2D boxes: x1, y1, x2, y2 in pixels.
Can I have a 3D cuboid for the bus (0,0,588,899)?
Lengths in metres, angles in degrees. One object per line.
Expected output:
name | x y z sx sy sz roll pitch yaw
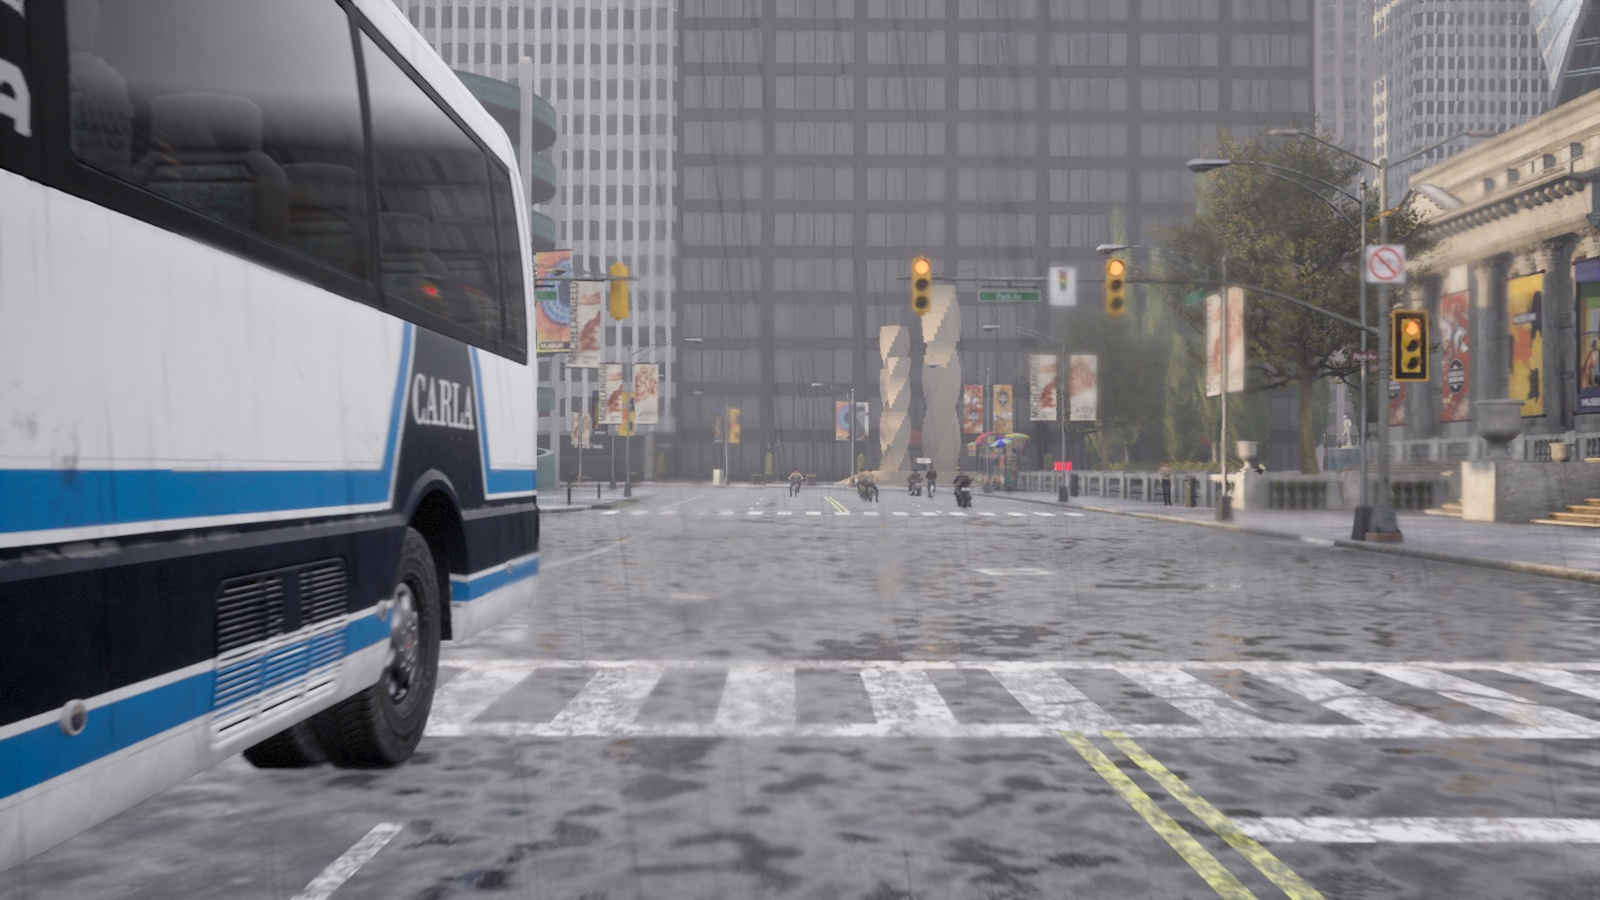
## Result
bus | -3.516 -0.492 4.054 3.944 4.253 10.273 0 -1 0

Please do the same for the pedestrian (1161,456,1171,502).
pedestrian | 14.606 1.160 50.111 0.345 1.836 0.594 -1 -1 19

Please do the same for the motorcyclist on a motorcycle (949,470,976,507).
motorcyclist on a motorcycle | 6.870 1.615 53.193 0.866 1.530 2.191 0 -1 0
